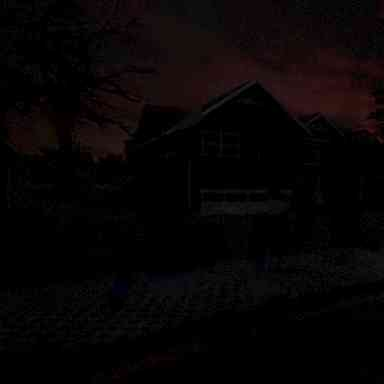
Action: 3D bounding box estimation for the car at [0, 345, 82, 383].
[{"bbox_3d":[-2.591,1.589,0.990,4.718,1.301,1.895,0,0,-35],"label":"car"}]
